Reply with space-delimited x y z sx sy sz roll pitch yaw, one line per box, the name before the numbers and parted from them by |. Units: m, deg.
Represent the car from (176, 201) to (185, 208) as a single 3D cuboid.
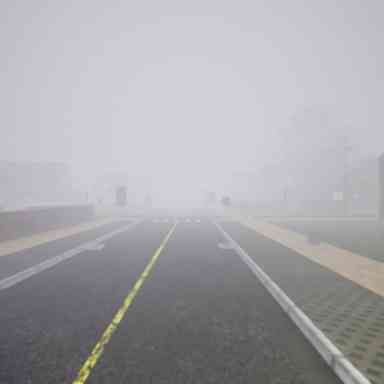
car | -2.725 2.830 79.820 2.097 1.767 4.553 0 -1 0
